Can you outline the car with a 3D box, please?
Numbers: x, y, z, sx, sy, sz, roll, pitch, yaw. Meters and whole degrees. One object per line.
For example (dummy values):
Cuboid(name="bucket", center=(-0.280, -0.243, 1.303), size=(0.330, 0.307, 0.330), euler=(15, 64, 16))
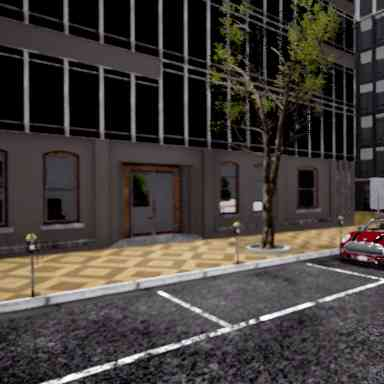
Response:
Cuboid(name="car", center=(6.919, 1.553, 11.506), size=(4.097, 1.590, 1.967), euler=(1, -1, -35))
